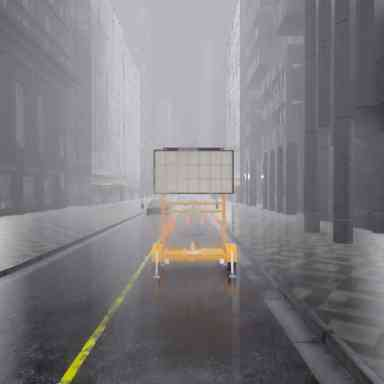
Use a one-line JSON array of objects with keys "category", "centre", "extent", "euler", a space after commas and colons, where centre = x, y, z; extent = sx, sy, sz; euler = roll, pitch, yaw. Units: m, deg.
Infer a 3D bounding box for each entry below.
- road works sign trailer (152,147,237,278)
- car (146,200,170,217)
[{"category": "road works sign trailer", "centre": [0.047, 0.460, 10.120], "extent": [2.380, 3.560, 2.880], "euler": [0, 0, -1]}, {"category": "car", "centre": [-3.111, 1.454, 31.301], "extent": [1.882, 1.535, 5.008], "euler": [0, 0, 0]}]
